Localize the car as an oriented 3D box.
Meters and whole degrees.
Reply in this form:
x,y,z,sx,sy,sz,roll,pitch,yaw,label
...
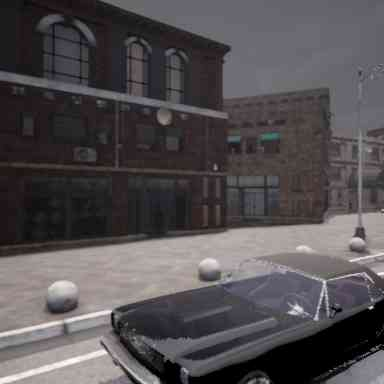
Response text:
x,y,z,sx,sy,sz,roll,pitch,yaw,label
1.275,1.609,4.549,4.718,1.301,1.895,0,0,-35,car
